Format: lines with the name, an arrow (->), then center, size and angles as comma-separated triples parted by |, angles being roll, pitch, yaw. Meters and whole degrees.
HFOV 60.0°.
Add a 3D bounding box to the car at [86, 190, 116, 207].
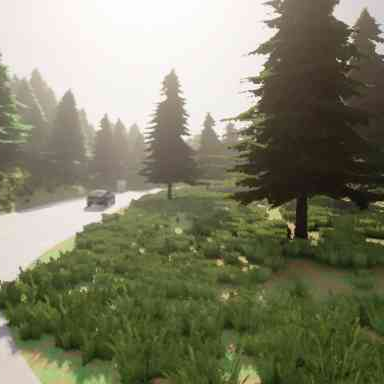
car -> -8.475, 0.551, 31.218 | 1.837, 1.490, 4.892 | 1, 4, -1
